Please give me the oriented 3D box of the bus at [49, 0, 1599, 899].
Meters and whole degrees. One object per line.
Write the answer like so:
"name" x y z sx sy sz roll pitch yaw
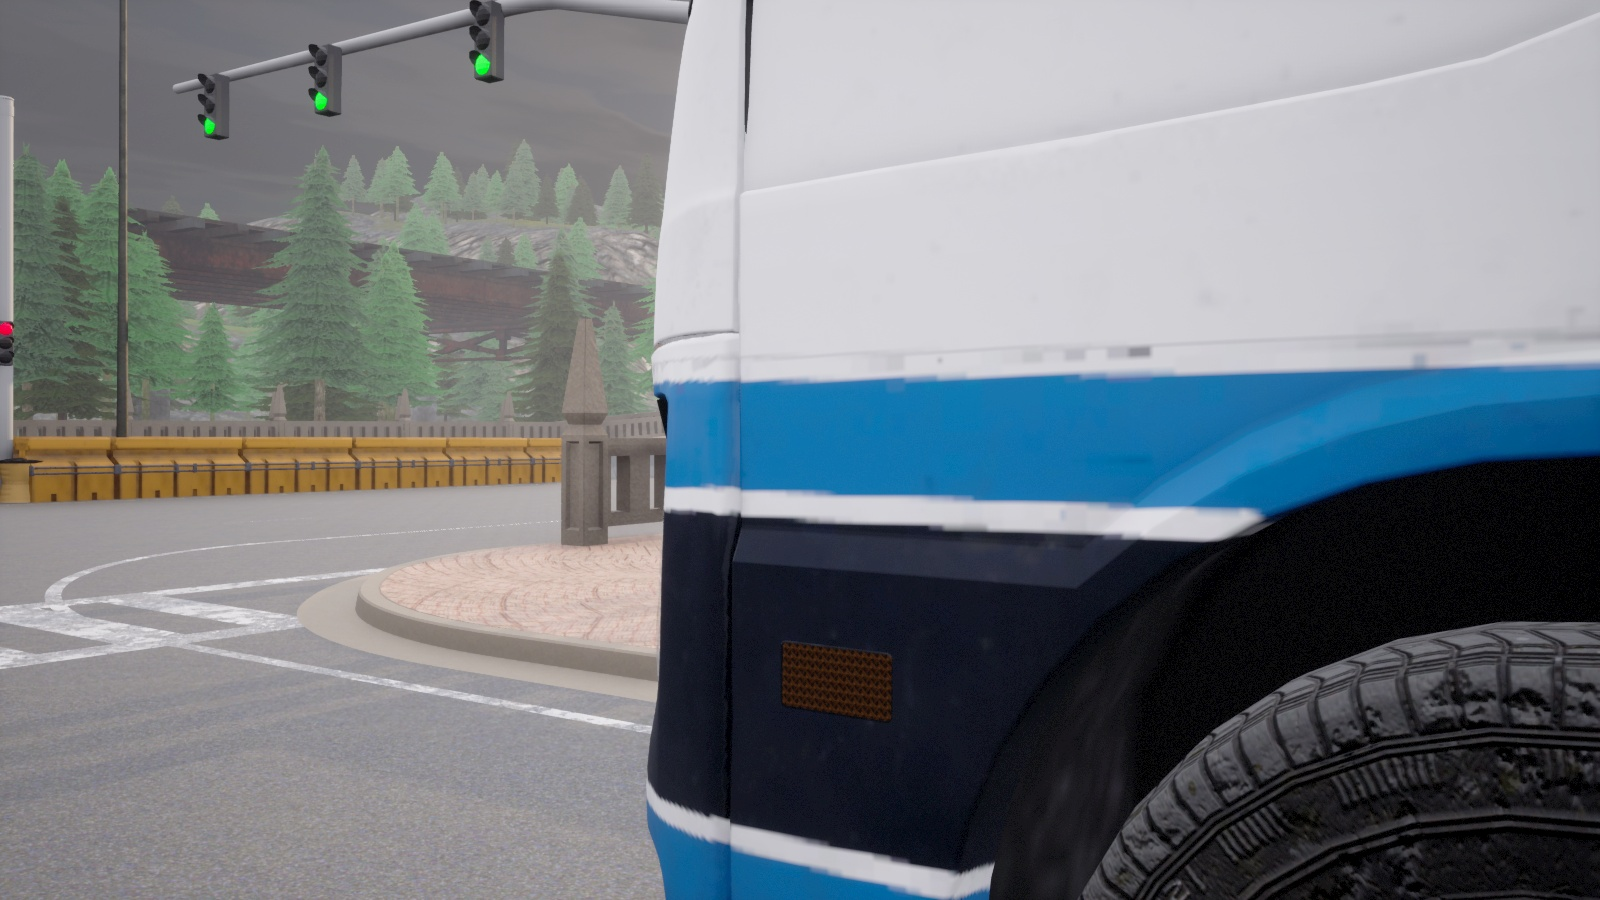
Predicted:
"bus" 4.151 -0.694 0.838 10.273 4.253 3.944 0 1 34
